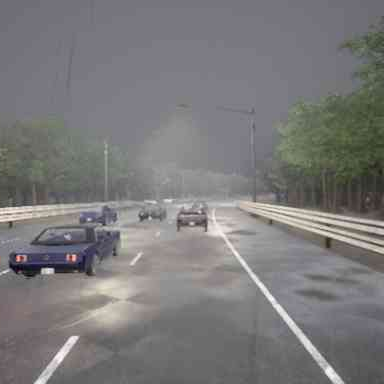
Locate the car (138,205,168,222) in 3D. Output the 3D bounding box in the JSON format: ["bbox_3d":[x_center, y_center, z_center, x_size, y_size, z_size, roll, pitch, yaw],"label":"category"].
[{"bbox_3d":[-3.228,1.798,28.515,1.895,1.301,4.718,-1,-1,2],"label":"car"}]

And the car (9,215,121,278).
[{"bbox_3d":[-3.519,1.642,10.296,1.895,1.301,4.718,-1,0,-1],"label":"car"}]

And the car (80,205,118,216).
[{"bbox_3d":[-6.854,1.716,24.629,1.812,1.442,4.674,-1,-1,1],"label":"car"}]

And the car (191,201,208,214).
[{"bbox_3d":[0.992,1.879,41.489,1.994,1.385,4.181,-1,-1,4],"label":"car"}]

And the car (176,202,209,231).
[{"bbox_3d":[0.047,1.563,20.997,2.128,1.511,4.902,-1,0,1],"label":"car"}]
